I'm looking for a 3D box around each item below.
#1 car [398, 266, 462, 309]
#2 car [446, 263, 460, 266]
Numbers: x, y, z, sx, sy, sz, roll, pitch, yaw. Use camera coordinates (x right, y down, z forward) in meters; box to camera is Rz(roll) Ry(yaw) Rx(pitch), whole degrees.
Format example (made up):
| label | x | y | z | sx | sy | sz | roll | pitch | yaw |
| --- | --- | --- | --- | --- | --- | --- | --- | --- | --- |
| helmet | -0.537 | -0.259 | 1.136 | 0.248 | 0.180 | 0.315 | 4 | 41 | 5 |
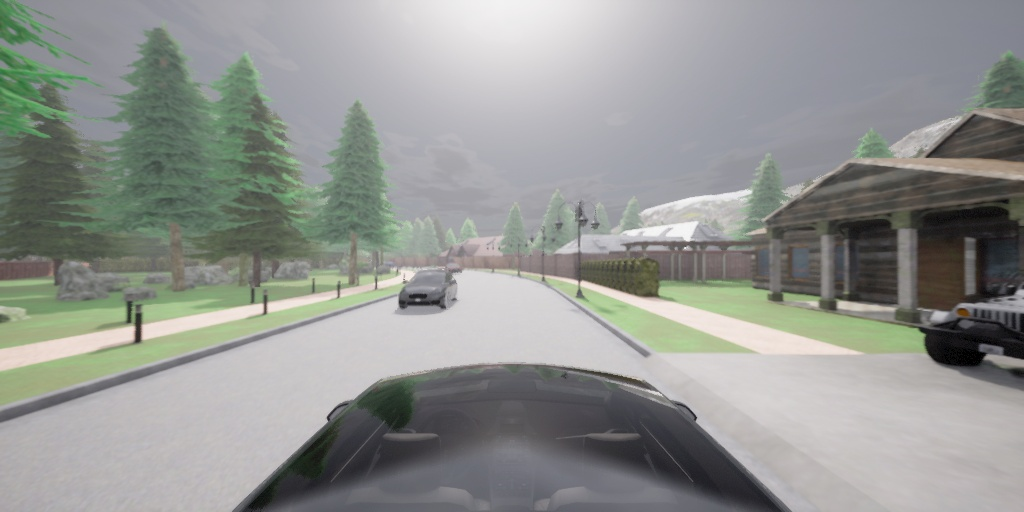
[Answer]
| label | x | y | z | sx | sy | sz | roll | pitch | yaw |
| --- | --- | --- | --- | --- | --- | --- | --- | --- | --- |
| car | -3.526 | 1.395 | 15.794 | 1.837 | 1.490 | 4.892 | 0 | 0 | 0 |
| car | -8.181 | 1.713 | 49.916 | 1.882 | 1.535 | 5.008 | 0 | -1 | -18 |
